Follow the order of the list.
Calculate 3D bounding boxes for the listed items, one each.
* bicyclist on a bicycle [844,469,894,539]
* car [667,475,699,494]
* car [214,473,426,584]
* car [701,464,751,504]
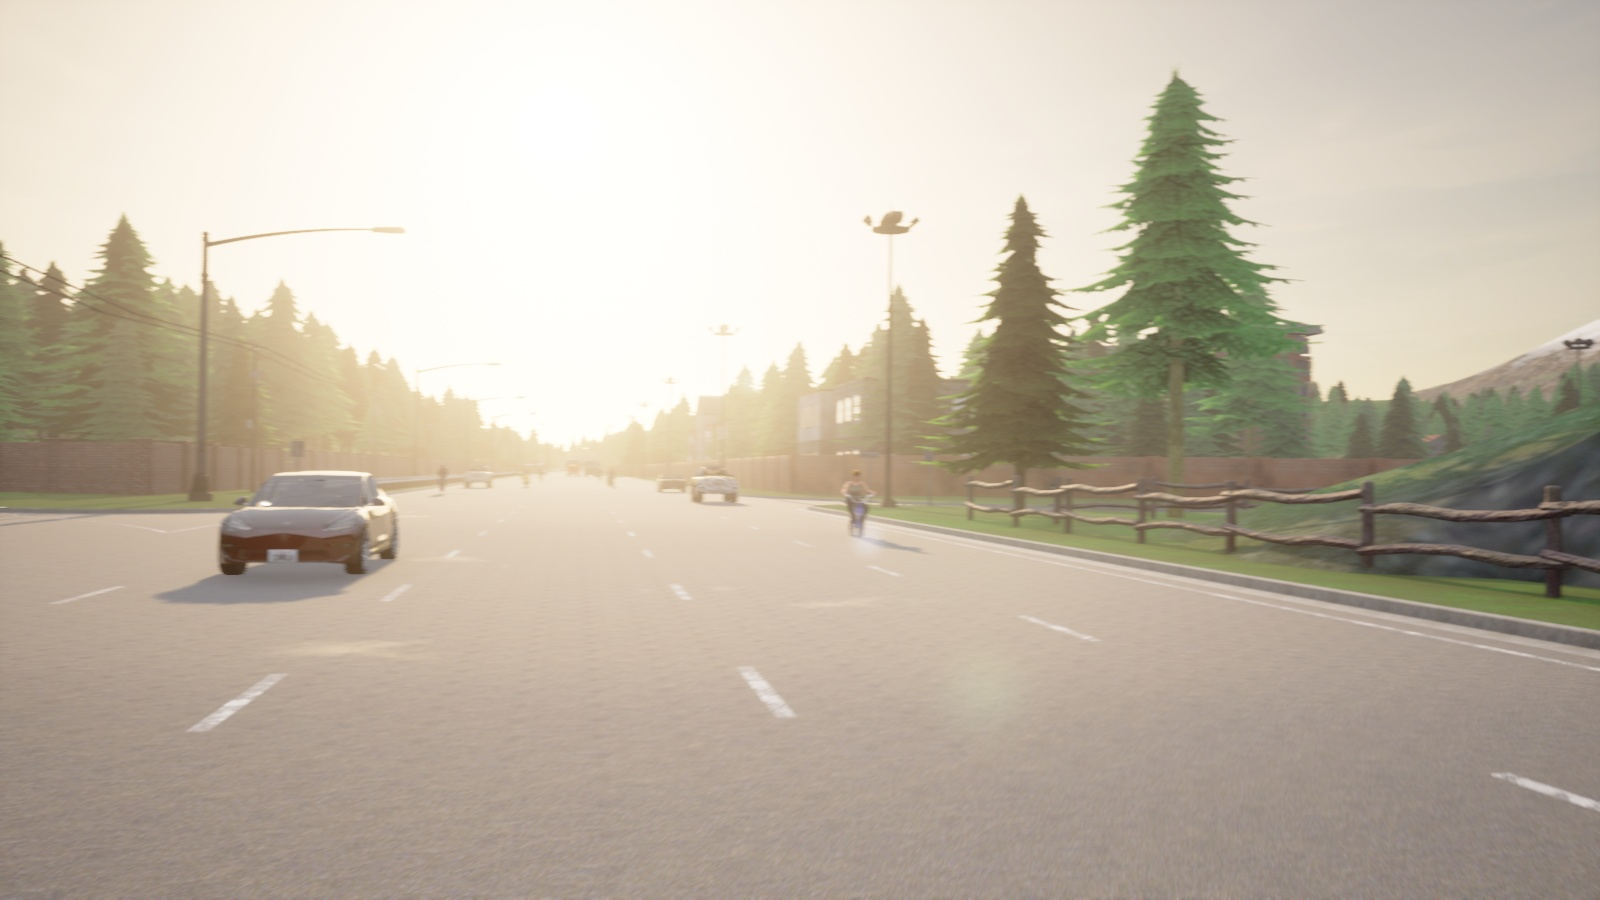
[{"bbox_3d":[1.631,1.266,29.916,0.866,1.612,1.509,0,-1,-9],"label":"bicyclist on a bicycle"},{"bbox_3d":[-8.181,2.373,87.565,1.895,1.301,4.718,0,-1,-10],"label":"car"},{"bbox_3d":[-7.264,1.120,19.566,2.163,1.488,4.792,0,-1,-10],"label":"car"},{"bbox_3d":[-3.625,1.653,60.792,1.932,1.855,4.605,0,-2,-10],"label":"car"}]
